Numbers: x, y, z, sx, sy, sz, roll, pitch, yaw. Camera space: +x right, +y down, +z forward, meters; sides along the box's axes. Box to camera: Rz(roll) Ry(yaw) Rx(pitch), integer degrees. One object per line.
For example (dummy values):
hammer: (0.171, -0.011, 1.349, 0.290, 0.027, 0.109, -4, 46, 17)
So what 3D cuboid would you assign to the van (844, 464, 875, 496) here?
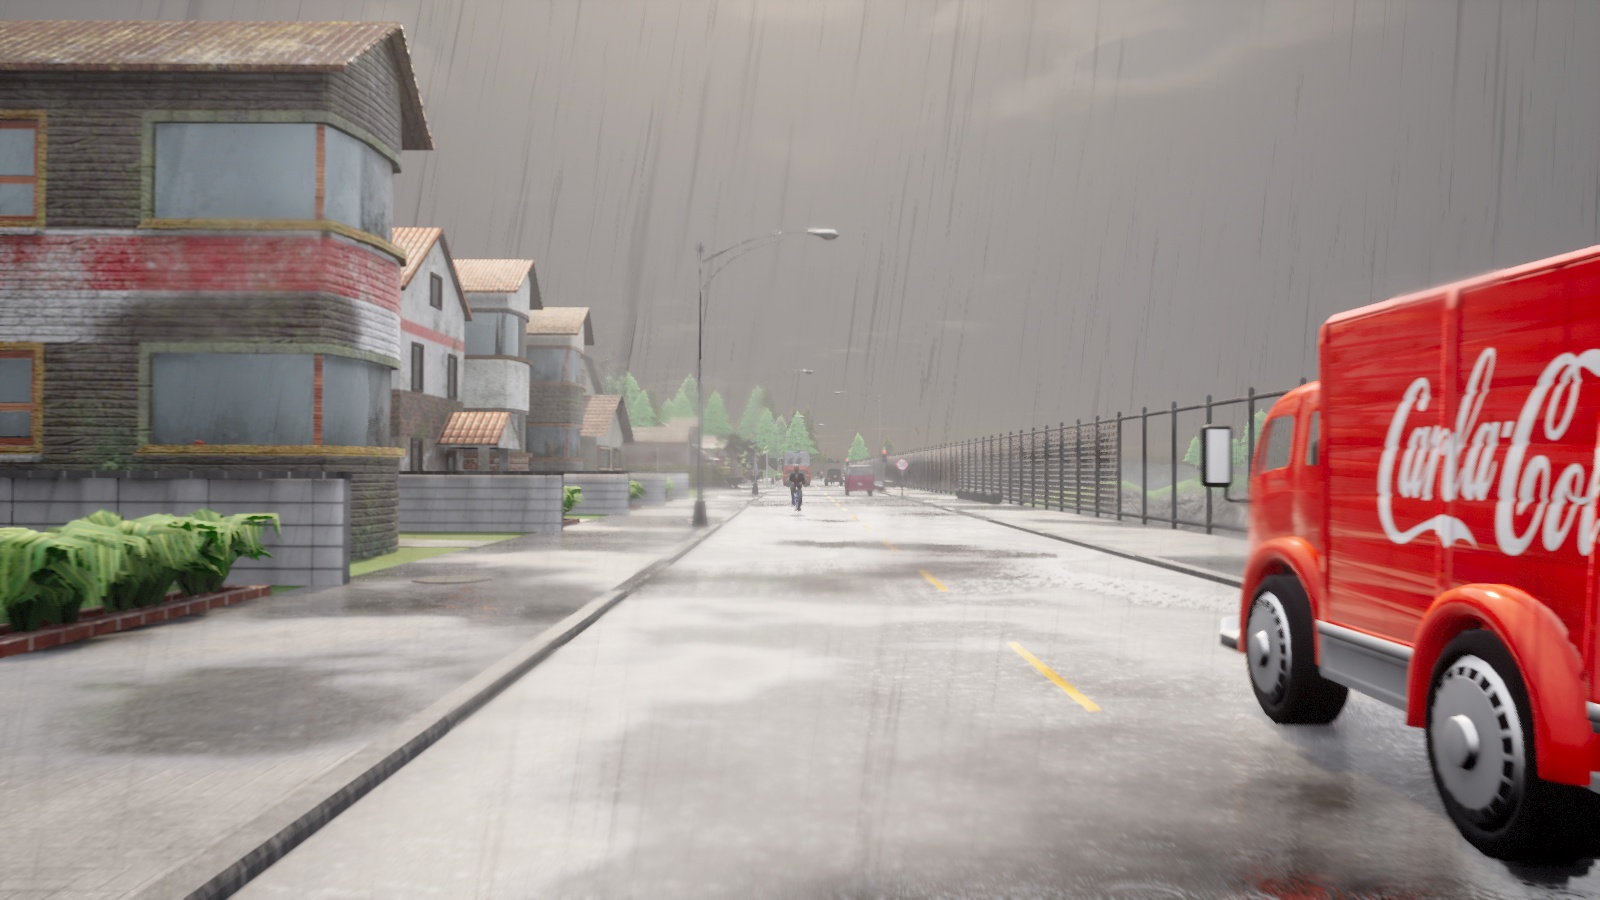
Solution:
van: (3.801, 1.901, 80.602, 1.775, 1.987, 4.442, 0, -1, 0)

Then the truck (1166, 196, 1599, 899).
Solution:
truck: (3.982, 0.421, 6.502, 2.627, 2.467, 5.204, 0, -1, 0)
